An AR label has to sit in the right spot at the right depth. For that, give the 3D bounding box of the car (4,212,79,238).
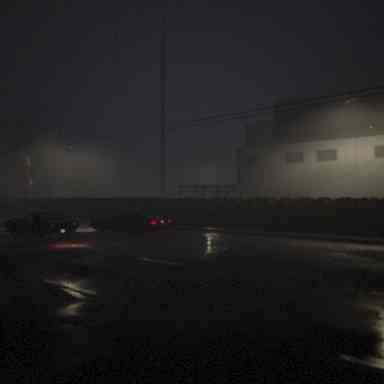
[{"bbox_3d":[-8.572,1.774,18.714,4.718,1.301,1.895,-1,0,36],"label":"car"}]

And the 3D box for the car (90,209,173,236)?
[{"bbox_3d":[-3.656,1.687,19.505,5.357,1.411,2.033,-1,0,36],"label":"car"}]
